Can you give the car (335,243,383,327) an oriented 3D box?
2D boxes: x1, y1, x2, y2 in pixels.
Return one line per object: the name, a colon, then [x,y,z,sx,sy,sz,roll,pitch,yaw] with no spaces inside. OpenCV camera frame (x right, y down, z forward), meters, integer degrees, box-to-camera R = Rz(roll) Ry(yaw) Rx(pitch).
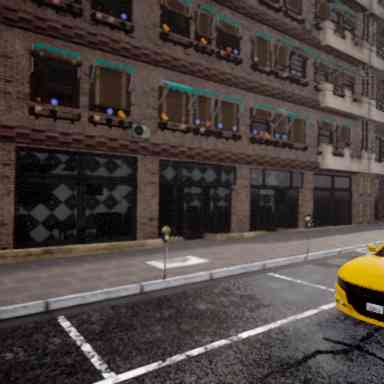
car: [4.797,1.487,6.481,5.008,1.535,1.882,0,0,-35]
